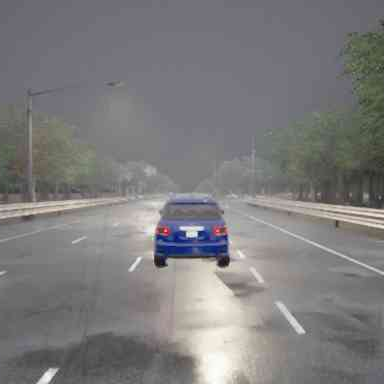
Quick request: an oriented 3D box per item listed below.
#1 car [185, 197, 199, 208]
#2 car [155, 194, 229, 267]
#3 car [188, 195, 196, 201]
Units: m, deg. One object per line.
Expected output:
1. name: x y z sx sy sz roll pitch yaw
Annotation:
1. car: -0.022 1.450 47.448 1.837 1.490 4.892 0 0 0
2. car: -0.007 1.208 11.539 2.150 2.045 5.566 0 0 0
3. car: -0.035 1.453 82.719 1.994 1.385 4.181 0 0 0
